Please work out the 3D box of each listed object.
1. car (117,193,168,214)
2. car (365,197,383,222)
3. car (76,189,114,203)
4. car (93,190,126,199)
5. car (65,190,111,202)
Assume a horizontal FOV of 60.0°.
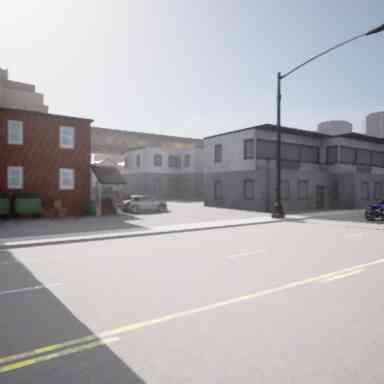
[{"bbox_3d":[-4.041,1.024,28.583,3.806,1.475,1.970,-1,1,-35],"label":"car"},{"bbox_3d":[13.506,1.047,22.128,4.553,1.767,2.097,-1,1,-35],"label":"car"},{"bbox_3d":[-11.912,0.506,40.896,3.988,1.617,1.851,-1,1,-35],"label":"car"},{"bbox_3d":[-7.857,0.655,35.805,5.027,1.636,2.152,0,0,-35],"label":"car"},{"bbox_3d":[-13.557,0.495,43.408,5.357,1.415,2.033,0,0,-35],"label":"car"}]
